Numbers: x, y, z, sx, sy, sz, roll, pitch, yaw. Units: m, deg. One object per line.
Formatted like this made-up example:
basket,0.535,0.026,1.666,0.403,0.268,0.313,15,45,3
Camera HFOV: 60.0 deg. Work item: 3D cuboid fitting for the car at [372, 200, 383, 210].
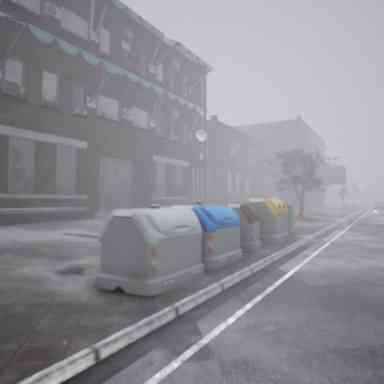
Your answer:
car,29.459,2.076,51.889,1.837,1.490,4.892,-1,-1,31
